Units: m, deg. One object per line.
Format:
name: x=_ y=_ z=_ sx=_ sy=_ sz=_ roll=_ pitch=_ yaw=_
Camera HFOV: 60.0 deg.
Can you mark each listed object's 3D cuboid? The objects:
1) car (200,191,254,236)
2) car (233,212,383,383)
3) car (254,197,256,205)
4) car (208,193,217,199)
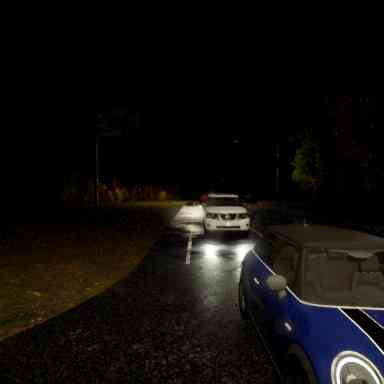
car: x=1.706 y=1.120 z=18.191 sx=2.150 sy=2.045 sz=5.566 roll=0 pitch=0 yaw=0
car: x=1.929 y=1.338 z=4.220 sx=2.097 sy=1.767 sz=4.553 roll=0 pitch=0 yaw=-1
car: x=9.099 y=1.217 z=53.328 sx=2.128 sy=1.511 sz=4.902 roll=0 pitch=0 yaw=1
car: x=5.137 y=1.059 z=83.200 sx=1.837 sy=1.490 sz=4.892 roll=0 pitch=0 yaw=8
